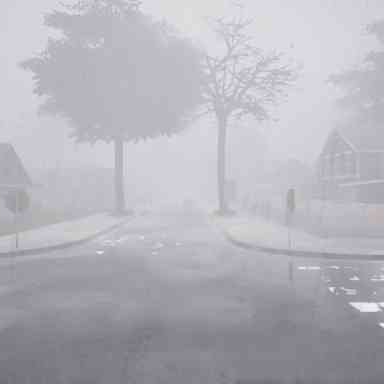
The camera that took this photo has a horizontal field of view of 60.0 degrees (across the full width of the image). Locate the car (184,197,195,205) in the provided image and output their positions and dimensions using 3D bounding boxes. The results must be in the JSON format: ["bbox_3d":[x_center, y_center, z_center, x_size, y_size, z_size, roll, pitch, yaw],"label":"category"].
[{"bbox_3d":[-0.491,1.593,61.678,1.895,1.301,4.718,0,0,0],"label":"car"}]

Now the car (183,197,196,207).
[{"bbox_3d":[-0.410,1.520,51.646,1.812,1.442,4.674,0,0,0],"label":"car"}]
